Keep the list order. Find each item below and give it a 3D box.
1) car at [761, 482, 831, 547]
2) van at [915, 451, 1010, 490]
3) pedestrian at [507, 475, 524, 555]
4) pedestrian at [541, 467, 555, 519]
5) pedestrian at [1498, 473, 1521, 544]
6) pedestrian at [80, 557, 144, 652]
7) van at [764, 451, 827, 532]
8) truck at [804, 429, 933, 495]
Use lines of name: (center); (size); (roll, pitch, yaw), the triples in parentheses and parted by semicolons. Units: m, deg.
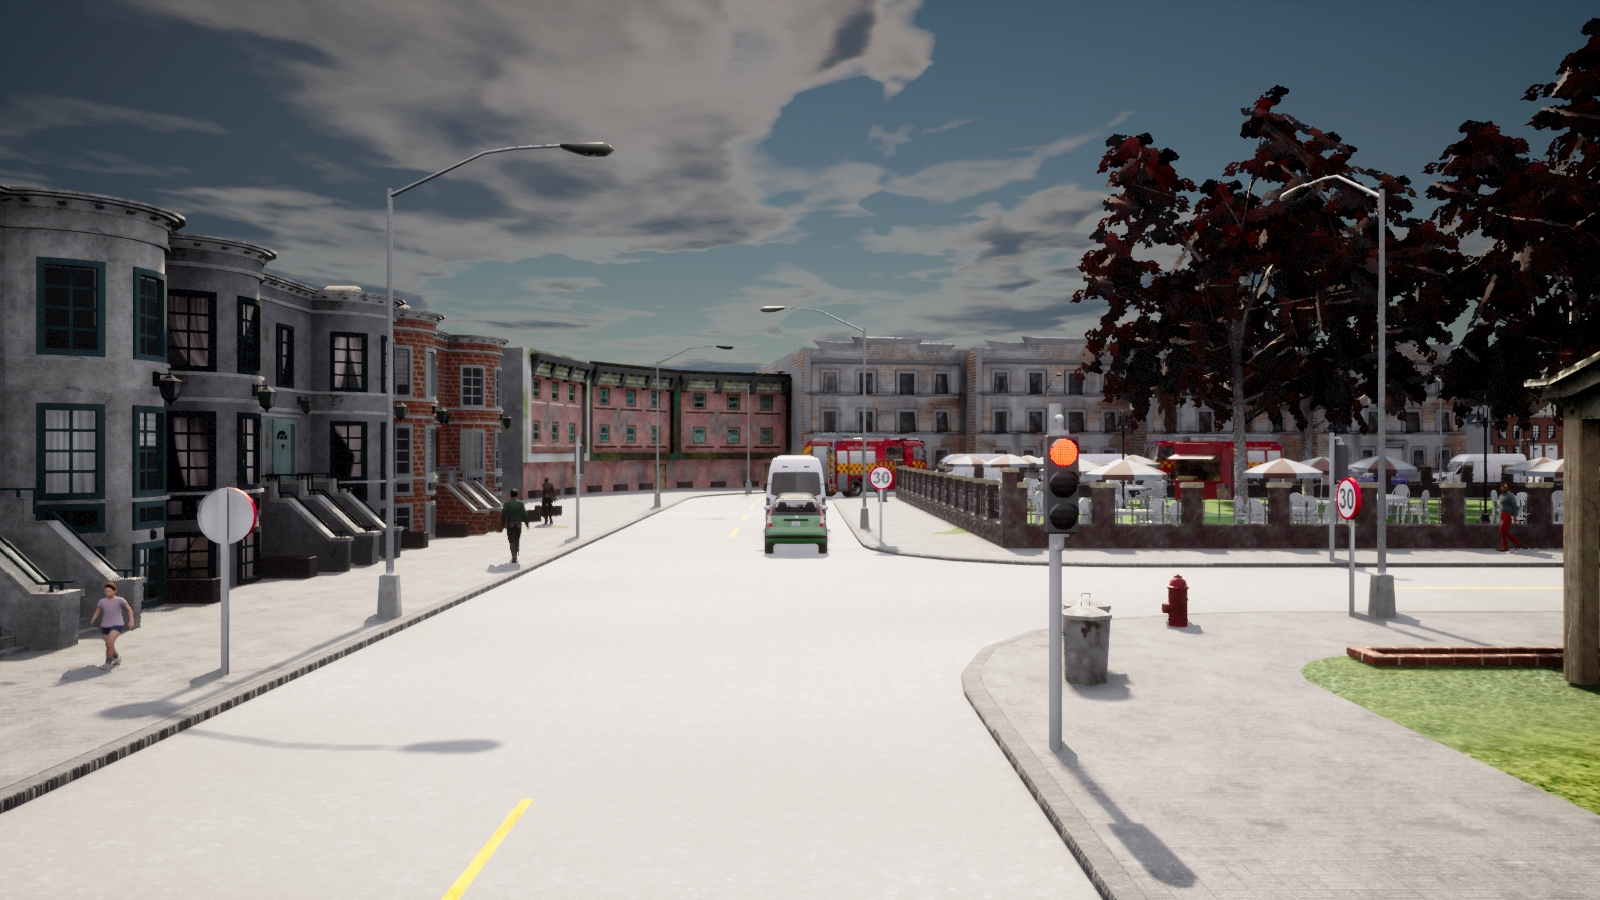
car: (-0.119, 1.779, 32.373); (1.851, 1.617, 3.988); (0, 0, 0)
van: (10.550, 1.314, 74.428); (5.915, 2.561, 1.988); (0, 0, 0)
pedestrian: (-6.701, 1.524, 26.898); (0.375, 1.860, 0.375); (0, 0, -17)
pedestrian: (-8.987, 1.525, 40.796); (0.375, 1.860, 0.375); (0, 0, 7)
pedestrian: (18.584, 1.525, 29.925); (0.375, 1.860, 0.375); (0, 0, 1)
pedestrian: (-8.516, 1.904, 14.159); (0.500, 1.100, 0.500); (0, 0, -2)
van: (-0.147, 1.315, 39.074); (1.988, 2.561, 5.915); (0, 0, 0)
truck: (4.295, 0.672, 70.228); (8.468, 3.827, 2.891); (0, 0, -43)
